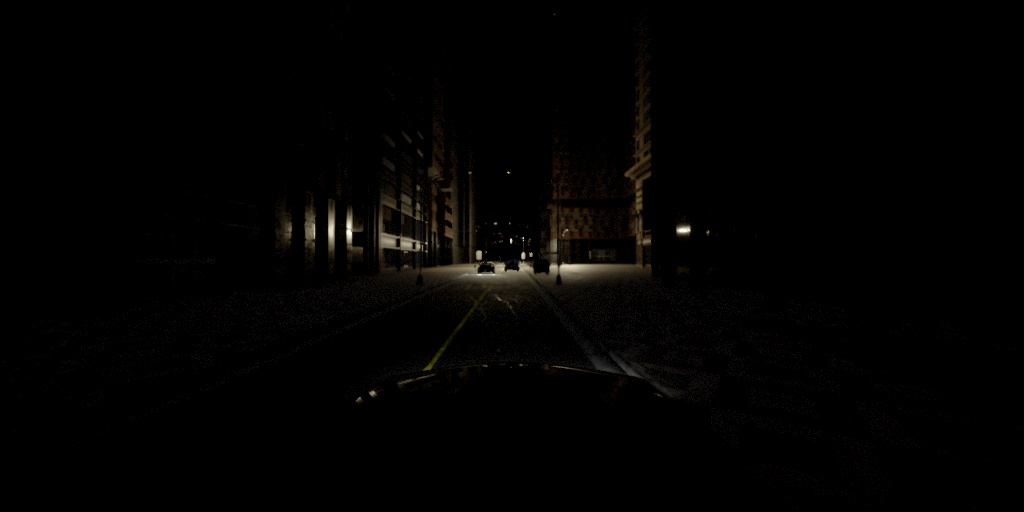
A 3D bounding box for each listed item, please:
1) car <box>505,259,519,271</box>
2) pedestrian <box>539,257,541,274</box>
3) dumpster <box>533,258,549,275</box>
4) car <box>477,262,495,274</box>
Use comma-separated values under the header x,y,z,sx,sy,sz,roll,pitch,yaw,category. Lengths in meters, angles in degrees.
x,y,z,sx,sy,sz,roll,pitch,yaw,category
-0.005,1.491,51.386,1.994,1.385,4.181,0,0,0,car
3.120,1.019,40.442,0.375,1.860,0.375,1,-1,-10,pedestrian
3.120,1.268,39.063,1.020,1.700,1.940,0,0,0,dumpster
-3.098,1.453,43.859,1.994,1.385,4.181,0,0,0,car
